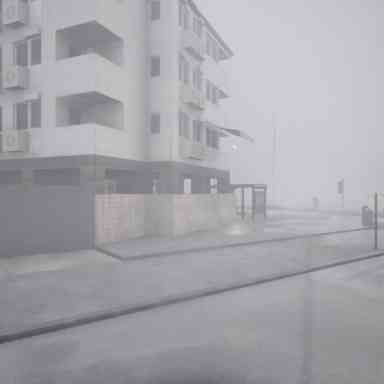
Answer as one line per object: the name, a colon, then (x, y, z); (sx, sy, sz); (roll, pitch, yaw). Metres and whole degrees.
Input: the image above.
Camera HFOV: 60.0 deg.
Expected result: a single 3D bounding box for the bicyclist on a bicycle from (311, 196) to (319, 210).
bicyclist on a bicycle: (14.628, 1.349, 39.528); (1.656, 1.620, 0.582); (0, 0, -35)
